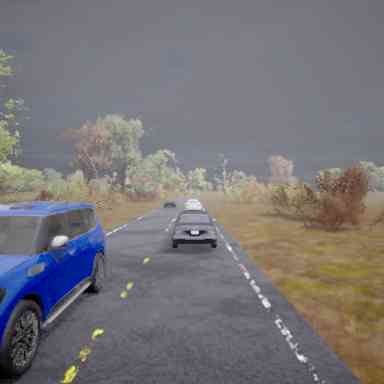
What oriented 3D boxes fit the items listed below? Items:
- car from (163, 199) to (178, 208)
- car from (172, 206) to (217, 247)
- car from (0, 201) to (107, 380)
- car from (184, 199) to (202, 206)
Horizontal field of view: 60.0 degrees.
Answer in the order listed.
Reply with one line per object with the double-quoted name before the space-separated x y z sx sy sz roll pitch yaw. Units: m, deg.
"car" -3.063 1.616 47.483 1.895 1.301 4.718 0 0 0
"car" 0.107 1.553 14.882 2.033 1.411 5.357 0 0 0
"car" -3.097 1.223 5.845 2.150 2.045 5.566 0 0 0
"car" 0.114 1.538 37.105 1.812 1.442 4.674 0 0 0
